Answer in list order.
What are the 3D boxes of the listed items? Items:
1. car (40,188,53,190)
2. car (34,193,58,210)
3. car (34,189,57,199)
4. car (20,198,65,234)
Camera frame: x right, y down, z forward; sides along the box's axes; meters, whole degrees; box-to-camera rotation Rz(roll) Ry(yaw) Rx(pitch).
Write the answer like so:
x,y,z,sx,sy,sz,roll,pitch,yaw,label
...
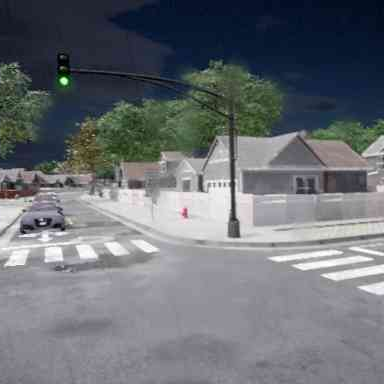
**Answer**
x,y,z,sx,sy,sz,roll,pitch,yaw,label
-19.533,0.499,44.837,2.150,2.045,5.566,-2,1,-21,car
-15.489,0.926,35.255,2.128,1.511,4.902,-2,2,-23,car
-11.391,0.939,25.761,2.097,1.767,4.553,-2,2,-23,car
-7.830,1.281,17.546,1.994,1.385,4.181,-2,2,-23,car
